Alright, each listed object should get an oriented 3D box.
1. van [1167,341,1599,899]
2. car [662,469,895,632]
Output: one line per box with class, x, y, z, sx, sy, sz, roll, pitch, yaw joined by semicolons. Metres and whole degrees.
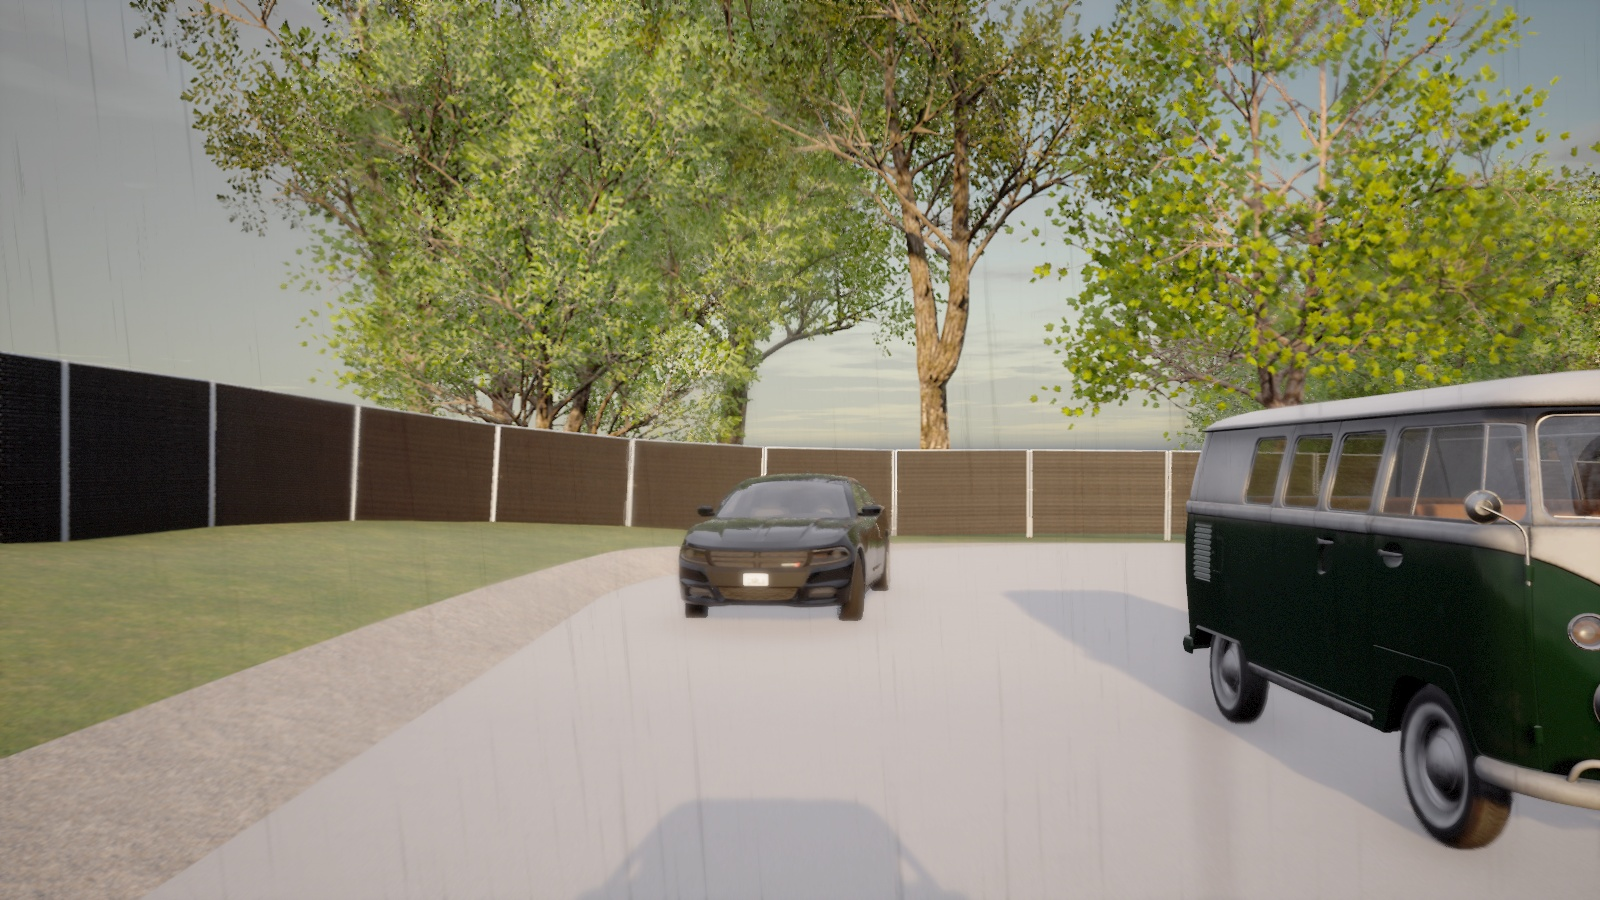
van;3.451;0.650;6.497;1.775;1.987;4.442;0;-1;0
car;-0.035;1.016;14.658;1.882;1.535;5.008;-1;-1;9
